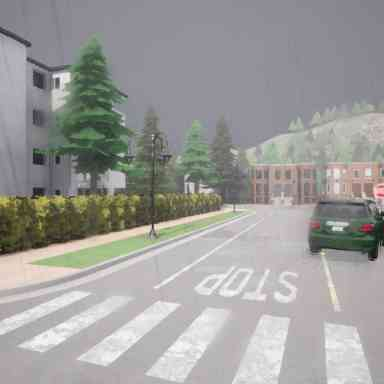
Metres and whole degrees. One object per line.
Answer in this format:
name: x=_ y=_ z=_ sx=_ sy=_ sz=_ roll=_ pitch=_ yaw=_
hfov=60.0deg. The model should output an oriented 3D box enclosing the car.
car: x=6.066 y=1.268 z=12.799 sx=2.150 sy=2.045 sz=5.566 roll=1 pitch=0 yaw=33
